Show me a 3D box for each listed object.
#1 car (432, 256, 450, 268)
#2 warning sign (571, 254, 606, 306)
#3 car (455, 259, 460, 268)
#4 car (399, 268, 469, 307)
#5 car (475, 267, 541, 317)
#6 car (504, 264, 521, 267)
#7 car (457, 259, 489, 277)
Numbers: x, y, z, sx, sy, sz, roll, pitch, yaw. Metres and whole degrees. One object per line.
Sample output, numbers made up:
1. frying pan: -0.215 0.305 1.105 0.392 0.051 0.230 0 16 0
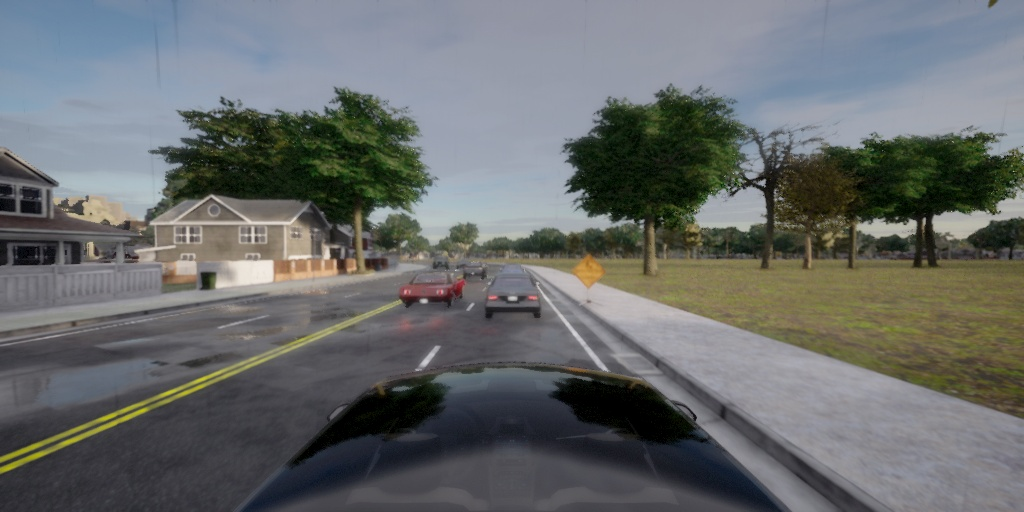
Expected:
1. car: -10.487 0.956 53.351 2.150 2.045 5.566 0 0 -6
2. warning sign: 2.848 0.863 13.407 1.300 1.860 1.060 0 0 0
3. car: -7.185 1.230 52.619 1.837 1.490 4.892 0 0 -6
4. car: -3.189 1.348 15.319 1.895 1.301 4.718 0 0 0
5. car: 0.045 1.295 13.061 2.033 1.411 5.357 0 0 1
6. car: 0.041 1.289 28.030 2.033 1.411 5.357 0 0 0
7. car: -3.185 1.232 31.729 2.128 1.511 4.902 0 0 0
